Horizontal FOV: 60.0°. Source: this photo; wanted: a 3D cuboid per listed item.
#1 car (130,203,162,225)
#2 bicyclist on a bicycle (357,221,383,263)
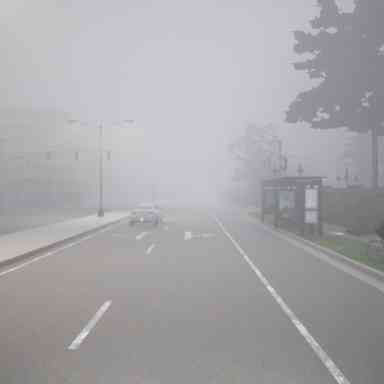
[{"bbox_3d":[-3.191,1.525,23.615,1.812,1.442,4.674,0,0,1],"label":"car"},{"bbox_3d":[5.736,1.313,9.476,0.582,1.620,1.656,0,0,-30],"label":"bicyclist on a bicycle"}]
